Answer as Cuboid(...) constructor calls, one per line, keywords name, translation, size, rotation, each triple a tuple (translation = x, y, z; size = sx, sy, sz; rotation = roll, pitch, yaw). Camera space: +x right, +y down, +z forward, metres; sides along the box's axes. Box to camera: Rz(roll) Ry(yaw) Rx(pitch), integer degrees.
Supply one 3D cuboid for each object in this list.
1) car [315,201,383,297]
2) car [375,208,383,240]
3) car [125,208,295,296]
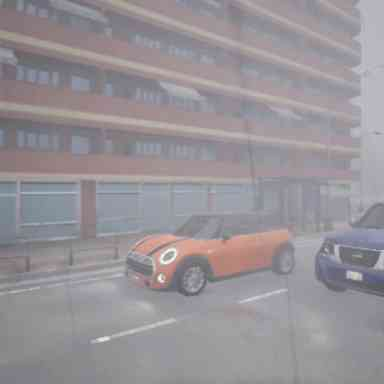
Cuboid(name="car", translation=(5.248, 1.179, 7.723), size=(5.566, 2.045, 2.150), rotation=(0, 0, -35))
Cuboid(name="car", translation=(11.321, 1.455, 16.240), size=(5.357, 1.411, 2.033), rotation=(0, 0, -35))
Cuboid(name="car", translation=(0.582, 1.325, 8.694), size=(4.553, 1.767, 2.097), rotation=(0, 0, -35))
